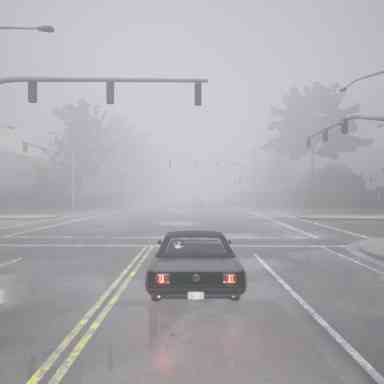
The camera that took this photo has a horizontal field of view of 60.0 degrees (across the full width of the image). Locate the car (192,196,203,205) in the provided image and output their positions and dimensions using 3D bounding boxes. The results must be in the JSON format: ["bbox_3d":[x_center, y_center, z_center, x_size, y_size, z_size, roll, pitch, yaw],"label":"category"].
[{"bbox_3d":[0.987,1.525,60.815,1.812,1.442,4.674,0,0,0],"label":"car"}]

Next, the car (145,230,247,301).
[{"bbox_3d":[0.065,1.601,8.280,1.895,1.301,4.718,0,0,0],"label":"car"}]
